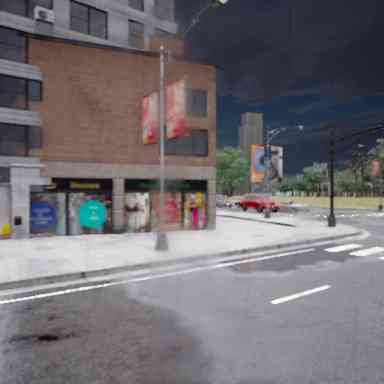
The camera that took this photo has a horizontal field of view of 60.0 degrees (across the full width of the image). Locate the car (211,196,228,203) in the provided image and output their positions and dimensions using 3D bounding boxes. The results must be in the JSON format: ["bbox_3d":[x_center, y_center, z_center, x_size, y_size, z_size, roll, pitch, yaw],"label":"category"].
[{"bbox_3d":[5.698,1.555,69.170,1.994,1.385,4.181,0,0,-22],"label":"car"}]

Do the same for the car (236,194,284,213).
[{"bbox_3d":[7.598,1.248,37.869,2.150,2.045,5.566,0,0,-22],"label":"car"}]

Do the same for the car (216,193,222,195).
[{"bbox_3d":[4.064,1.231,55.504,2.150,2.045,5.566,0,0,-22],"label":"car"}]

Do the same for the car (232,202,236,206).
[{"bbox_3d":[7.868,1.620,45.951,1.895,1.301,4.718,0,0,-22],"label":"car"}]

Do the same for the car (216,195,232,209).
[{"bbox_3d":[3.971,1.508,46.945,2.128,1.511,4.902,0,0,-22],"label":"car"}]

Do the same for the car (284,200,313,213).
[{"bbox_3d":[11.285,1.629,37.450,1.895,1.301,4.718,0,0,-22],"label":"car"}]
